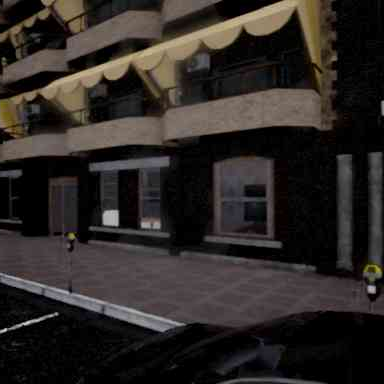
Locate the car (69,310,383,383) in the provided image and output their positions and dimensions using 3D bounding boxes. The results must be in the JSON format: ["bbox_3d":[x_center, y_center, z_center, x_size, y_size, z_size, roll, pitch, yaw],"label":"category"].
[{"bbox_3d":[0.936,1.569,2.207,4.313,1.339,1.947,-1,0,35],"label":"car"}]
